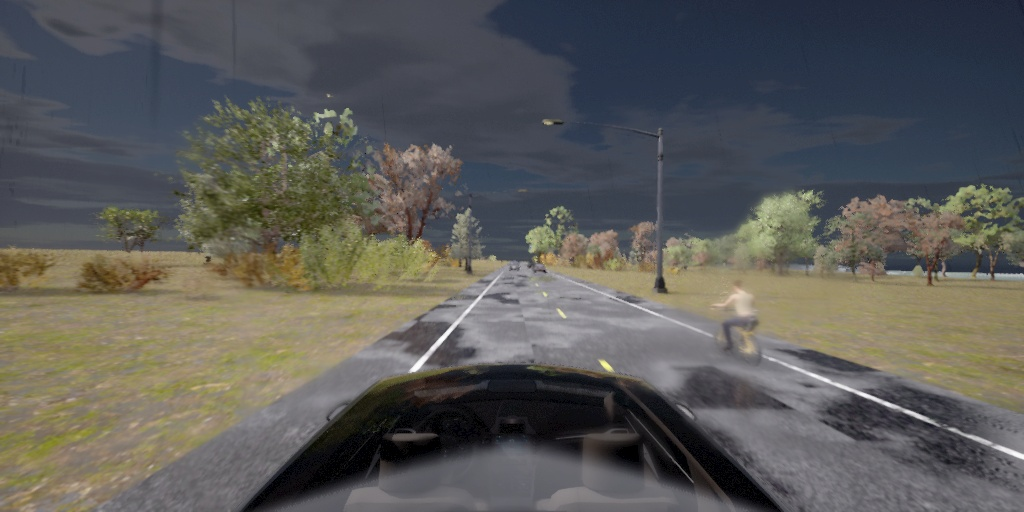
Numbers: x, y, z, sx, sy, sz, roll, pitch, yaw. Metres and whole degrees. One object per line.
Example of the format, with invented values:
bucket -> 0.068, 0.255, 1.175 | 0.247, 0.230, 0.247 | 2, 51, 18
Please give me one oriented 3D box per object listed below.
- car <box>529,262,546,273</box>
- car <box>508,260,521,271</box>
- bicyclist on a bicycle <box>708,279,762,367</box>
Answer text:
car -> 3.956, 1.764, 52.858 | 2.033, 1.411, 5.357 | 1, 0, 0
car -> 0.400, 1.759, 62.429 | 2.128, 1.511, 4.902 | 1, 0, 1
bicyclist on a bicycle -> 4.505, 1.274, 7.215 | 0.866, 1.612, 1.509 | 1, -1, 0
